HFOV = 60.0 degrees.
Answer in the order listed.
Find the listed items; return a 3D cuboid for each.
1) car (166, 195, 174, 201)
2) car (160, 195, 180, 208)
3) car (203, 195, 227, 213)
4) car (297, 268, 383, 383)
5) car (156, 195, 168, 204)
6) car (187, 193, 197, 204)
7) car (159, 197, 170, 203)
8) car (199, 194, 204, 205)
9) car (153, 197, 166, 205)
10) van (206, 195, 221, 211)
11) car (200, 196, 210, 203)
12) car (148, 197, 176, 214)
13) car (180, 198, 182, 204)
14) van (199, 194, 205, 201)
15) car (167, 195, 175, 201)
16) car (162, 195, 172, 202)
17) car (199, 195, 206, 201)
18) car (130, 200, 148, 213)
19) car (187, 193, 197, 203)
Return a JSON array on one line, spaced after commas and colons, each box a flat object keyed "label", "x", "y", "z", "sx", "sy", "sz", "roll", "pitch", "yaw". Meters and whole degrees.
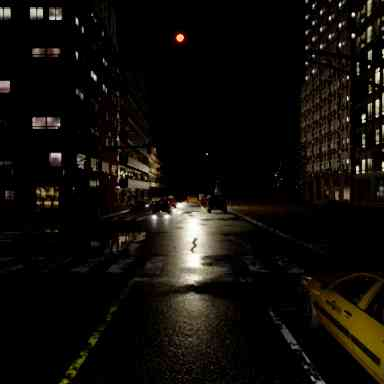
[{"label": "car", "x": -5.697, "y": 1.611, "z": 85.918, "sx": 1.752, "sy": 1.417, "sz": 4.829, "roll": 0, "pitch": 0, "yaw": 0}, {"label": "car", "x": -3.101, "y": 1.547, "z": 46.411, "sx": 1.812, "sy": 1.442, "sz": 4.674, "roll": 0, "pitch": 0, "yaw": 0}, {"label": "car", "x": 2.684, "y": 1.326, "z": 36.349, "sx": 2.192, "sy": 1.841, "sz": 5.009, "roll": 0, "pitch": 0, "yaw": 0}, {"label": "car", "x": 2.687, "y": 1.525, "z": 4.106, "sx": 1.752, "sy": 1.417, "sz": 4.829, "roll": 0, "pitch": 0, "yaw": 0}, {"label": "car", "x": -5.697, "y": 1.487, "z": 63.982, "sx": 1.967, "sy": 1.590, "sz": 4.097, "roll": 0, "pitch": 0, "yaw": 0}, {"label": "car", "x": 0.098, "y": 1.527, "z": 65.363, "sx": 1.882, "sy": 1.535, "sz": 5.008, "roll": 0, "pitch": 0, "yaw": 0}, {"label": "car", "x": -5.696, "y": 1.638, "z": 69.509, "sx": 1.802, "sy": 1.307, "sz": 4.206, "roll": 0, "pitch": 0, "yaw": 0}, {"label": "car", "x": 2.683, "y": 1.353, "z": 58.455, "sx": 2.192, "sy": 1.841, "sz": 5.009, "roll": 0, "pitch": 0, "yaw": 0}, {"label": "car", "x": -5.696, "y": 1.582, "z": 58.454, "sx": 1.887, "sy": 1.381, "sz": 4.507, "roll": 0, "pitch": 0, "yaw": 0}, {"label": "van", "x": 2.684, "y": 1.357, "z": 41.875, "sx": 1.690, "sy": 1.788, "sz": 3.998, "roll": 0, "pitch": 0, "yaw": 0}, {"label": "car", "x": 2.684, "y": 1.600, "z": 69.509, "sx": 1.887, "sy": 1.381, "sz": 4.507, "roll": 0, "pitch": 0, "yaw": 0}, {"label": "car", "x": -3.102, "y": 1.558, "z": 35.441, "sx": 2.033, "sy": 1.411, "sz": 5.357, "roll": 0, "pitch": 0, "yaw": 0}, {"label": "car", "x": -3.044, "y": 1.649, "z": 64.815, "sx": 1.895, "sy": 1.301, "sz": 4.718, "roll": 0, "pitch": 0, "yaw": 1}, {"label": "van", "x": 2.682, "y": 1.439, "z": 91.614, "sx": 1.690, "sy": 1.788, "sz": 3.998, "roll": 0, "pitch": 0, "yaw": 0}, {"label": "car", "x": -5.697, "y": 1.642, "z": 91.614, "sx": 1.887, "sy": 1.381, "sz": 4.507, "roll": 0, "pitch": 0, "yaw": 0}, {"label": "car", "x": -5.697, "y": 1.505, "z": 75.035, "sx": 1.967, "sy": 1.590, "sz": 4.097, "roll": 0, "pitch": 0, "yaw": 0}, {"label": "car", "x": 2.684, "y": 1.612, "z": 86.258, "sx": 1.752, "sy": 1.417, "sz": 4.829, "roll": 0, "pitch": 0, "yaw": 0}, {"label": "car", "x": -5.694, "y": 1.562, "z": 36.348, "sx": 2.008, "sy": 1.369, "sz": 4.403, "roll": 0, "pitch": 0, "yaw": 0}, {"label": "car", "x": 0.000, "y": 1.291, "z": 75.839, "sx": 2.150, "sy": 2.045, "sz": 5.566, "roll": 0, "pitch": 0, "yaw": 0}]
